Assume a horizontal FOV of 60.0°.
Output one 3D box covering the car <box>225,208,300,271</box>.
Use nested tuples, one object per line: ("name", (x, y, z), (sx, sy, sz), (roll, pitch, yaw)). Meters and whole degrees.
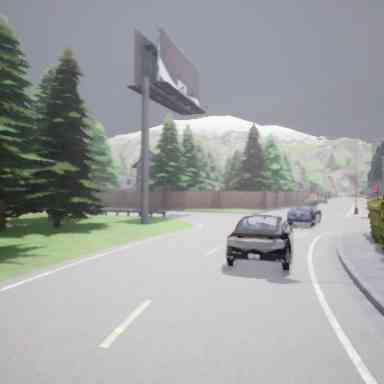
("car", (2.403, 1.507, 11.146), (2.128, 1.511, 4.902), (0, 0, 18))

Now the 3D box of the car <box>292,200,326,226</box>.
("car", (8.104, 1.574, 23.932), (2.033, 1.411, 5.357), (1, 0, 27))

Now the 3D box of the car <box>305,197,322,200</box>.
("car", (18.655, 1.662, 52.537), (2.033, 1.411, 5.357), (0, 0, 28))

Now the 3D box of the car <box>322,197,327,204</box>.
("car", (25.978, 1.669, 66.732), (1.812, 1.442, 4.674), (0, 0, 27))
